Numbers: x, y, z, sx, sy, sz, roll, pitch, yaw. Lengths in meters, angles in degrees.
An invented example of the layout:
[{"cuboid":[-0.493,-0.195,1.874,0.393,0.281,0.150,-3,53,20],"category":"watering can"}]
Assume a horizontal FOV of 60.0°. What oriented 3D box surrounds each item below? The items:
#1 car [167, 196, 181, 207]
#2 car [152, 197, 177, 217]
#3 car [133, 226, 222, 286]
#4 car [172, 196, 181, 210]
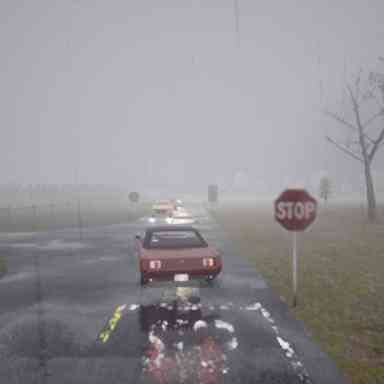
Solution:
[{"cuboid":[-2.807,1.484,53.045,2.097,1.767,4.553,0,0,0],"category":"car"},{"cuboid":[-2.837,1.564,32.865,1.882,1.535,5.008,0,0,0],"category":"car"},{"cuboid":[-0.673,1.628,9.604,1.895,1.301,4.718,0,0,-11],"category":"car"},{"cuboid":[-2.826,1.614,43.003,1.837,1.490,4.892,0,0,0],"category":"car"}]
